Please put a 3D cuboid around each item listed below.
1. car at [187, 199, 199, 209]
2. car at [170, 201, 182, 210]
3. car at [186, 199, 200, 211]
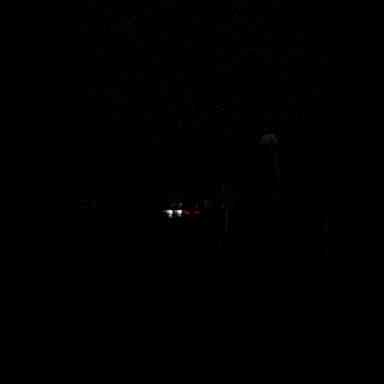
[{"bbox_3d":[0.116,2.109,60.683,2.097,1.767,4.553,0,-1,0],"label":"car"},{"bbox_3d":[-2.643,2.207,54.895,1.812,1.442,4.674,0,-1,0],"label":"car"},{"bbox_3d":[0.099,2.151,50.692,1.812,1.442,4.674,0,-1,0],"label":"car"}]
